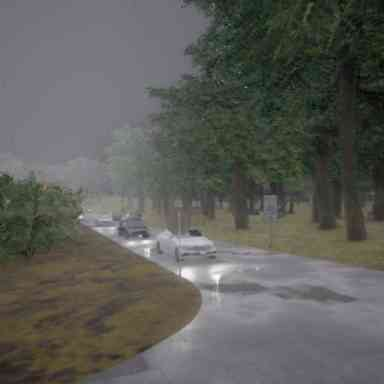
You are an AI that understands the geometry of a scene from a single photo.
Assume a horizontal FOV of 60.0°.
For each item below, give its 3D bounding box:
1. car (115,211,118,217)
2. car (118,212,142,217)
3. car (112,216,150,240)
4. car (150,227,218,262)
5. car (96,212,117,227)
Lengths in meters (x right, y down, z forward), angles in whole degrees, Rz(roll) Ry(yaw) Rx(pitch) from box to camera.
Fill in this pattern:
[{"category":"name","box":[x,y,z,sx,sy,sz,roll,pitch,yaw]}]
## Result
[{"category":"car","box":[-12.183,3.888,52.435,2.097,1.767,4.553,0,-2,-24]},{"category":"car","box":[-7.386,3.382,41.042,2.097,1.767,4.553,0,-2,-22]},{"category":"car","box":[-4.859,3.014,27.207,2.033,1.411,5.357,0,-2,-22]},{"category":"car","box":[-0.407,2.446,16.435,1.812,1.442,4.674,0,-3,-22]},{"category":"car","box":[-11.356,3.705,43.031,1.812,1.442,4.674,0,-2,-22]}]
